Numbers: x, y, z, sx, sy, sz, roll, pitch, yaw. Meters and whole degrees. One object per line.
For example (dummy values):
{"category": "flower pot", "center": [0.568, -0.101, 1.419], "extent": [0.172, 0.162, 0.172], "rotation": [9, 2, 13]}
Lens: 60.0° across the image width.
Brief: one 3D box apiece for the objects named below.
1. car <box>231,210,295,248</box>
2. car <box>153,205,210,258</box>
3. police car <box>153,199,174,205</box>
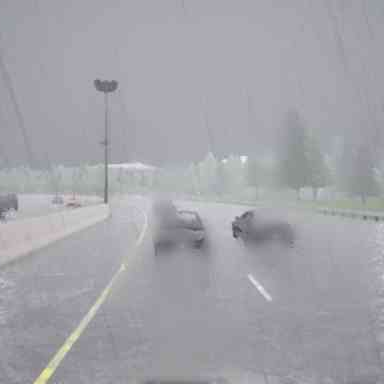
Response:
{"category": "car", "center": [2.947, 1.489, 14.451], "extent": [1.812, 1.442, 4.674], "rotation": [0, 0, -4]}
{"category": "car", "center": [-0.440, 1.469, 12.671], "extent": [2.128, 1.511, 4.902], "rotation": [0, 0, -4]}
{"category": "police car", "center": [-2.625, 1.452, 31.692], "extent": [2.038, 1.542, 4.974], "rotation": [0, 0, -9]}
